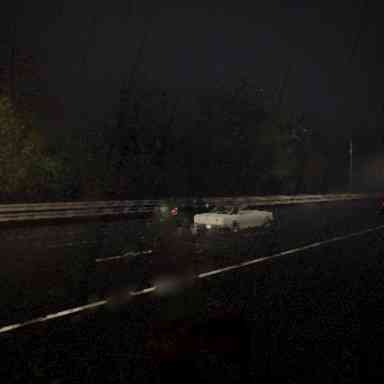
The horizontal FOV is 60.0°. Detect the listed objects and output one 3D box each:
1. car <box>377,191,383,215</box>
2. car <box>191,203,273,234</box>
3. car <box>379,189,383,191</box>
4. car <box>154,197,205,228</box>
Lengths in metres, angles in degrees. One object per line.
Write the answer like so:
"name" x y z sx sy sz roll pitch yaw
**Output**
"car" 17.777 0.990 28.253 4.553 1.767 2.097 -1 1 -45
"car" 2.394 1.373 17.821 1.895 1.301 4.718 0 1 45
"car" 29.677 0.624 50.051 5.566 2.045 2.150 -1 1 -45
"car" -0.055 1.106 20.319 2.097 1.767 4.553 0 1 45
